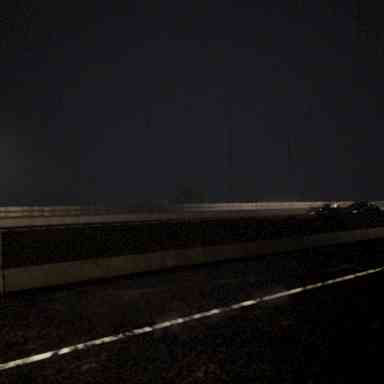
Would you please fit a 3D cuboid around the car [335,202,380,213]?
[{"bbox_3d":[16.465,1.746,32.483,4.892,1.490,1.837,1,0,-34],"label":"car"}]

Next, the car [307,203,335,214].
[{"bbox_3d":[14.277,1.840,35.230,4.718,1.301,1.895,1,0,-34],"label":"car"}]
